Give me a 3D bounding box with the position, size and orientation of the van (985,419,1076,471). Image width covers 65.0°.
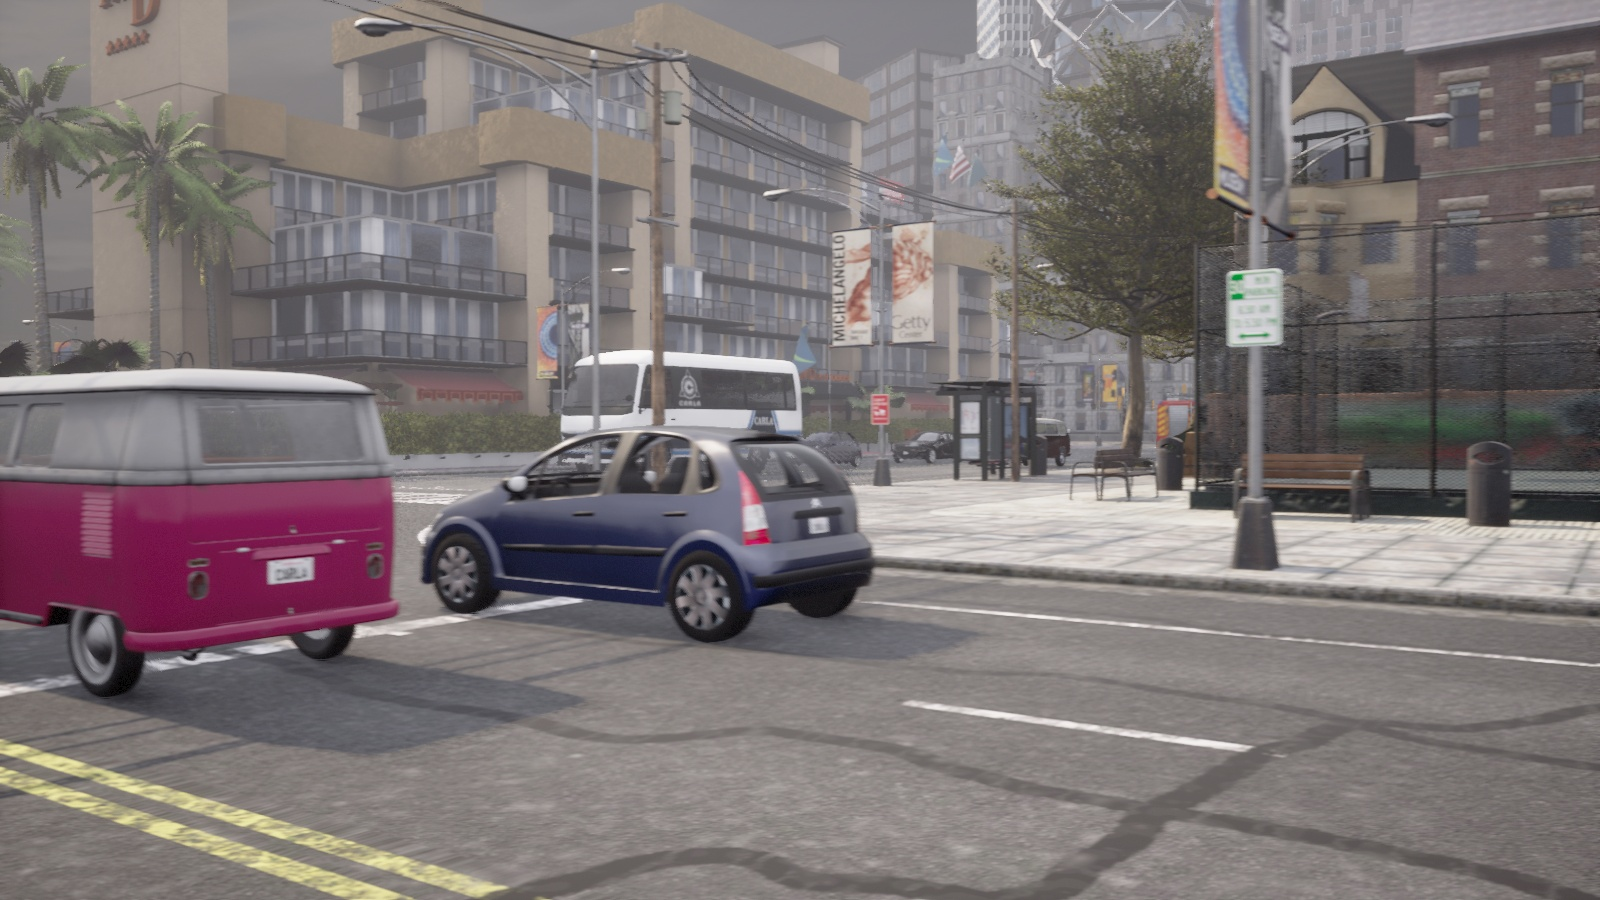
[{"bbox_3d":[9.558,-0.245,51.898,2.069,2.038,4.480,1,1,34],"label":"van"}]

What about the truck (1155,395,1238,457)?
[{"bbox_3d":[26.253,-1.565,82.829,2.891,3.827,8.468,1,1,34],"label":"truck"}]

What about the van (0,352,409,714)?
[{"bbox_3d":[-4.931,0.419,8.857,4.442,1.987,1.775,1,1,34],"label":"van"}]

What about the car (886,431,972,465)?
[{"bbox_3d":[6.120,-0.119,59.137,1.882,1.535,5.008,1,1,34],"label":"car"}]

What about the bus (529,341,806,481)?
[{"bbox_3d":[-4.250,-1.266,43.712,3.944,4.253,10.273,1,1,34],"label":"bus"}]

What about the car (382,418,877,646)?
[{"bbox_3d":[-1.537,0.547,10.777,3.988,1.617,1.851,1,1,34],"label":"car"}]

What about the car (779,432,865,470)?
[{"bbox_3d":[0.923,0.021,51.393,1.845,1.501,3.633,1,1,34],"label":"car"}]
